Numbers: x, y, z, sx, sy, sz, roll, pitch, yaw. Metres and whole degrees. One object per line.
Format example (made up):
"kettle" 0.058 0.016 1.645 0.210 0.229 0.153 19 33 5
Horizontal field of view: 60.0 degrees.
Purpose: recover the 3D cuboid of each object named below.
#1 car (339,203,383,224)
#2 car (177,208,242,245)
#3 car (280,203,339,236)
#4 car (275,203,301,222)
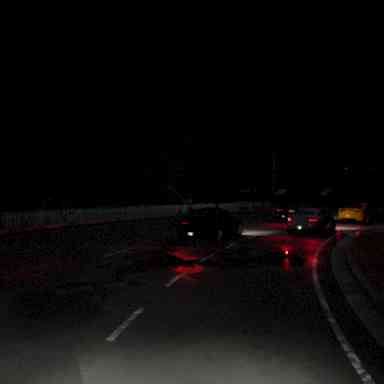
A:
"car" 13.179 1.567 25.648 5.008 1.535 1.882 0 0 -40
"car" 1.002 1.553 16.111 1.837 1.490 4.892 0 -1 26
"car" 6.800 1.590 18.917 1.812 1.442 4.674 0 0 34
"car" 8.286 1.579 25.959 2.128 1.511 4.902 0 0 43
